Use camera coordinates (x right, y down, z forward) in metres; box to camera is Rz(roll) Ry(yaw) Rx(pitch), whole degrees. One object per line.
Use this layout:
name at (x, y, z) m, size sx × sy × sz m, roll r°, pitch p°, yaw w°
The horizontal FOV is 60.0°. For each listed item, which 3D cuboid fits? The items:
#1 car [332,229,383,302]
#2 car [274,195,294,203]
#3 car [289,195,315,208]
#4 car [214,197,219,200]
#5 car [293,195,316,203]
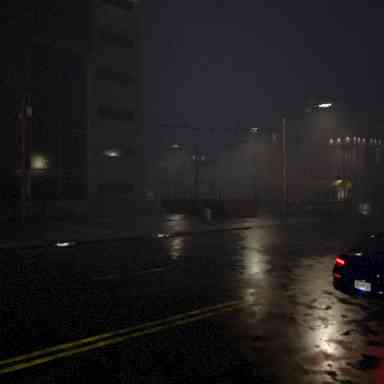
car at (4.968, 1.526, 7.332) m, size 4.674 × 1.442 × 1.812 m, roll 0°, pitch 0°, yaw -35°
car at (19.162, 1.452, 69.026) m, size 3.806 × 1.475 × 1.970 m, roll 0°, pitch 0°, yaw -36°
car at (15.141, 1.254, 45.967) m, size 4.553 × 1.767 × 2.185 m, roll 0°, pitch 0°, yaw -36°
car at (4.416, 1.574, 60.548) m, size 4.718 × 1.301 × 1.895 m, roll 0°, pitch 0°, yaw -36°
car at (22.065, 1.420, 65.023) m, size 4.674 × 1.452 × 2.002 m, roll 0°, pitch 0°, yaw -36°
